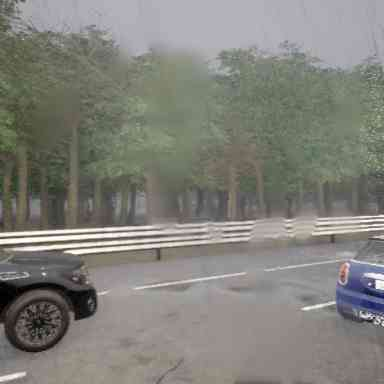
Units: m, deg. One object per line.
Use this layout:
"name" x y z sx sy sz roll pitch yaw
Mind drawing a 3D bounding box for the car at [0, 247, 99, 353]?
"car" -4.373 1.455 5.148 5.566 2.045 2.150 0 -2 -29

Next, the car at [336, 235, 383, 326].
"car" 4.907 1.507 6.229 4.553 1.767 2.097 0 -2 -28
